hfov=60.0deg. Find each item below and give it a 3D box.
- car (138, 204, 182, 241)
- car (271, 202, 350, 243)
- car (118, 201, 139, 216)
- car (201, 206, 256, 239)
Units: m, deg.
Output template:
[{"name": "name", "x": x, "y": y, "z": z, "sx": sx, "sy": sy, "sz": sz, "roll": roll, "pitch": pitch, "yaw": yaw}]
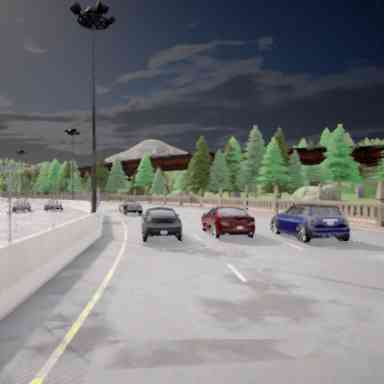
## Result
[{"name": "car", "x": -1.649, "y": 1.531, "z": 16.954, "sx": 1.837, "sy": 1.490, "sz": 4.892, "roll": 0, "pitch": 0, "yaw": -10}, {"name": "car", "x": 5.549, "y": 1.349, "z": 16.196, "sx": 2.097, "sy": 1.767, "sz": 4.553, "roll": 0, "pitch": 0, "yaw": -9}, {"name": "car", "x": -6.448, "y": 1.614, "z": 34.761, "sx": 2.033, "sy": 1.411, "sz": 5.357, "roll": 0, "pitch": 0, "yaw": -20}, {"name": "car", "x": 1.765, "y": 1.491, "z": 17.664, "sx": 1.882, "sy": 1.535, "sz": 5.008, "roll": 0, "pitch": 0, "yaw": -10}]
